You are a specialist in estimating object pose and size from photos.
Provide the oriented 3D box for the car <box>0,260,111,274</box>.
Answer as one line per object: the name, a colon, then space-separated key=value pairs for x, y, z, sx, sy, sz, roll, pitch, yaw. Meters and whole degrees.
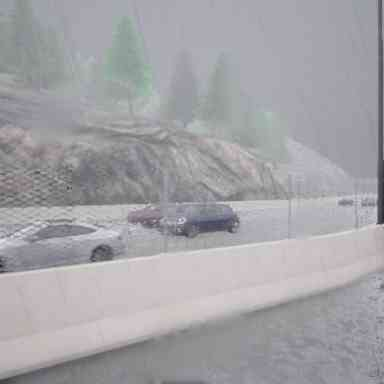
car: x=-4.218 y=1.549 z=9.704 sx=4.674 sy=1.442 sz=1.812 roll=0 pitch=0 yaw=-37
